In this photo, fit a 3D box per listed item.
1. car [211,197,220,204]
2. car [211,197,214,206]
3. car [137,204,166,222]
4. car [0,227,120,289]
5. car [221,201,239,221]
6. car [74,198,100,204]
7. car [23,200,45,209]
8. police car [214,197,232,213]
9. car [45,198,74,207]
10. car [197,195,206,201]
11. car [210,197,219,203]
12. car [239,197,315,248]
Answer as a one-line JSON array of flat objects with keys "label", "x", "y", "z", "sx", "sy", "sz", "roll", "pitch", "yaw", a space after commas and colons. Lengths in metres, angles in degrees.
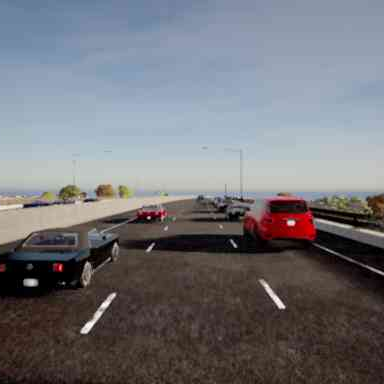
[{"label": "car", "x": 5.016, "y": 1.754, "z": 71.005, "sx": 1.812, "sy": 1.442, "sz": 4.674, "roll": 0, "pitch": 0, "yaw": 2}, {"label": "car", "x": 4.237, "y": 1.645, "z": 49.174, "sx": 1.812, "sy": 1.442, "sz": 4.674, "roll": 0, "pitch": 0, "yaw": 2}, {"label": "car", "x": -3.165, "y": 1.640, "z": 26.952, "sx": 1.895, "sy": 1.301, "sz": 4.718, "roll": 0, "pitch": 0, "yaw": 1}, {"label": "car", "x": -3.364, "y": 1.613, "z": 9.195, "sx": 1.895, "sy": 1.301, "sz": 4.718, "roll": 0, "pitch": 0, "yaw": 0}, {"label": "car", "x": 3.736, "y": 1.643, "z": 27.364, "sx": 1.895, "sy": 1.301, "sz": 4.718, "roll": 0, "pitch": 0, "yaw": 1}, {"label": "car", "x": -13.483, "y": 1.594, "z": 44.168, "sx": 1.837, "sy": 1.490, "sz": 4.892, "roll": 0, "pitch": 0, "yaw": 2}, {"label": "car", "x": -20.482, "y": 1.690, "z": 44.284, "sx": 1.895, "sy": 1.301, "sz": 4.718, "roll": 0, "pitch": 0, "yaw": 2}, {"label": "police car", "x": 3.951, "y": 1.578, "z": 38.256, "sx": 2.038, "sy": 1.542, "sz": 4.974, "roll": 0, "pitch": 0, "yaw": 1}, {"label": "car", "x": -16.984, "y": 1.580, "z": 44.130, "sx": 2.128, "sy": 1.511, "sz": 4.902, "roll": 0, "pitch": 0, "yaw": 2}, {"label": "car", "x": 2.483, "y": 1.564, "z": 91.818, "sx": 2.097, "sy": 1.767, "sz": 4.553, "roll": 0, "pitch": 0, "yaw": 3}, {"label": "car", "x": 5.509, "y": 1.839, "z": 81.917, "sx": 2.033, "sy": 1.411, "sz": 5.357, "roll": 0, "pitch": 0, "yaw": 3}, {"label": "car", "x": 3.680, "y": 1.243, "z": 14.962, "sx": 2.150, "sy": 2.045, "sz": 5.566, "roll": 0, "pitch": 0, "yaw": 1}]
